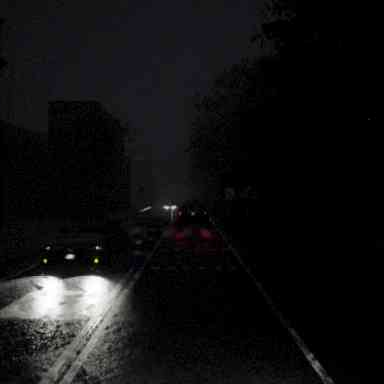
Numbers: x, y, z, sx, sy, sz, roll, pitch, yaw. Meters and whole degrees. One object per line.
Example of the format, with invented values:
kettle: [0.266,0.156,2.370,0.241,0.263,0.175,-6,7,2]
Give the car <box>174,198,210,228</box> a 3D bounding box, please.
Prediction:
car: [0.061,1.403,22.810,2.097,1.767,4.553,0,0,0]

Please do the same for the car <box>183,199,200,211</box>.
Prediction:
car: [-0.027,1.605,42.135,2.033,1.411,5.357,0,0,0]

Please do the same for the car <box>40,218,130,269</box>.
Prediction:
car: [-3.360,1.599,11.181,1.994,1.385,4.181,0,0,0]

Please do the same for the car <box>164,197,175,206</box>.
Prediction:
car: [-3.541,1.537,55.530,2.128,1.511,4.902,0,0,0]
